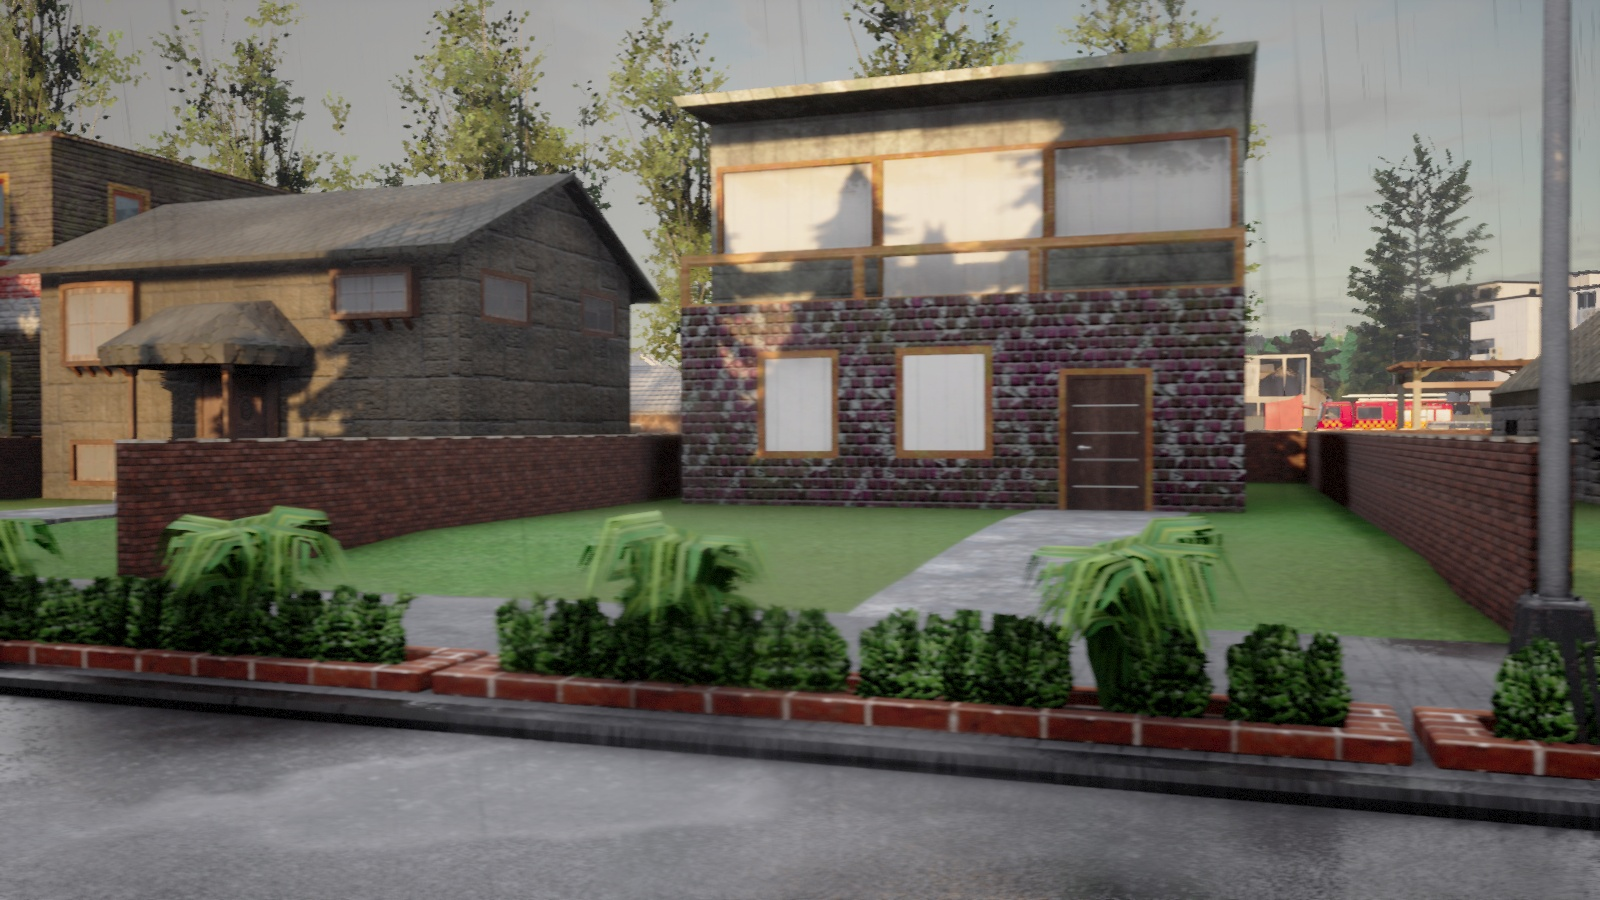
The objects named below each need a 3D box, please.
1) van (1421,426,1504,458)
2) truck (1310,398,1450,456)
[{"bbox_3d":[42.488,-0.552,80.621,4.442,1.987,1.775,1,1,19],"label":"van"},{"bbox_3d":[39.471,-1.564,85.787,8.468,3.827,2.891,0,1,20],"label":"truck"}]
